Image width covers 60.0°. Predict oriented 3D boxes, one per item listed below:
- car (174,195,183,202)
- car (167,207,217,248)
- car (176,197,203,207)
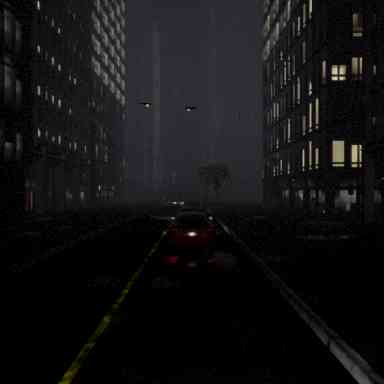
[{"bbox_3d":[-3.000,1.388,75.640,2.097,1.767,4.553,0,0,0],"label":"car"},{"bbox_3d":[0.000,1.571,14.652,1.994,1.385,4.181,0,0,0],"label":"car"},{"bbox_3d":[0.000,1.499,29.653,2.128,1.511,4.902,0,0,0],"label":"car"}]
